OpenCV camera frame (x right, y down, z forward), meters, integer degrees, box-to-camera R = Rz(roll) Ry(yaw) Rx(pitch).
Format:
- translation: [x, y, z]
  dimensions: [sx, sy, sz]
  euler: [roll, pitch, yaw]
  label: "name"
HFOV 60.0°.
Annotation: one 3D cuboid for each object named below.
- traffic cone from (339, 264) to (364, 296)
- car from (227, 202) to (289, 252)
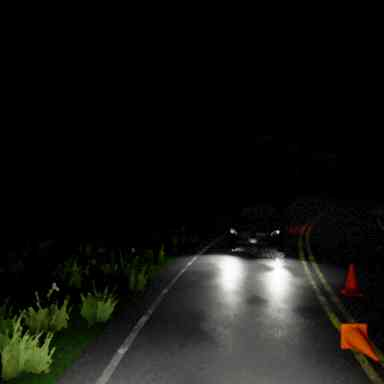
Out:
- translation: [3.172, 1.729, 6.613]
  dimensions: [0.340, 0.580, 0.340]
  euler: [-1, 2, 0]
  label: "traffic cone"
- translation: [2.581, 1.139, 12.341]
  dimensions: [1.812, 1.442, 4.674]
  euler: [-1, 2, 18]
  label: "car"
